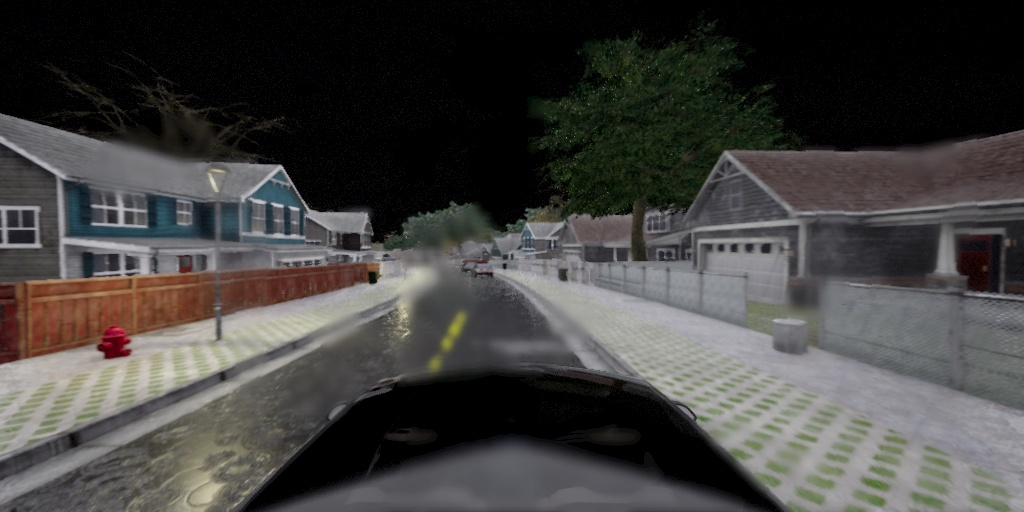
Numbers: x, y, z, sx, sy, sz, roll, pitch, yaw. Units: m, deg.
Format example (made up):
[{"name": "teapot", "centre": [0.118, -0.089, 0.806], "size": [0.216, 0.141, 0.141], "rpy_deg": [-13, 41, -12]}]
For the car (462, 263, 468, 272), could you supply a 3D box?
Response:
[{"name": "car", "centre": [-5.642, 1.431, 48.493], "size": [1.994, 1.385, 4.181], "rpy_deg": [-1, 0, -13]}]

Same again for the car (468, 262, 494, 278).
[{"name": "car", "centre": [-2.932, 1.337, 35.312], "size": [2.033, 1.411, 5.357], "rpy_deg": [0, 0, -10]}]
